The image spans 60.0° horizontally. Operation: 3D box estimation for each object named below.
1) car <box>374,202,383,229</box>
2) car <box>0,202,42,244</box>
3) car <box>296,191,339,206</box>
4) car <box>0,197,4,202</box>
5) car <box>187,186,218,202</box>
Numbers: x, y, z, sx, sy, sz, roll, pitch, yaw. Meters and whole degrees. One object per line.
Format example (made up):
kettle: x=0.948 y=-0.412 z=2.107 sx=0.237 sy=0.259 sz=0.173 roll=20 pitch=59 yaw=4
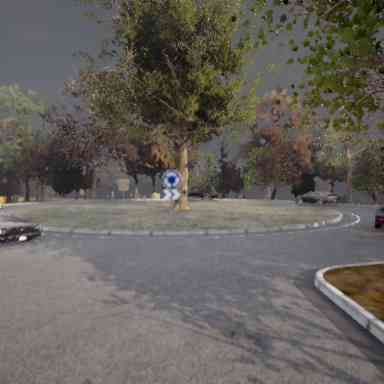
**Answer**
car: x=10.933 y=1.089 z=17.193 sx=1.837 sy=1.490 sz=4.892 roll=3 pitch=3 yaw=43
car: x=-8.400 y=1.232 z=12.994 sx=5.357 sy=1.411 sz=2.033 roll=1 pitch=2 yaw=26
car: x=12.939 y=0.655 z=34.614 sx=2.128 sy=1.511 sz=4.902 roll=0 pitch=1 yaw=-24
car: x=-17.436 y=0.823 z=27.132 sx=1.882 sy=1.535 sz=5.008 roll=-1 pitch=1 yaw=1
car: x=0.538 y=0.184 z=43.277 sx=5.566 sy=2.045 sz=2.150 roll=1 pitch=1 yaw=8
